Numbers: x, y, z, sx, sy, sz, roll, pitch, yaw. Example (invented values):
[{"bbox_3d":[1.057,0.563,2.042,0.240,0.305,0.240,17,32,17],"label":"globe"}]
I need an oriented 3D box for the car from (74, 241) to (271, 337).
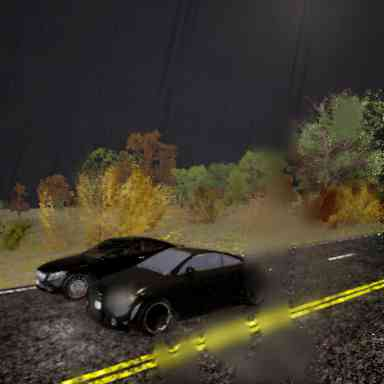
[{"bbox_3d":[-0.186,1.986,7.563,4.181,1.385,1.994,0,-3,-35],"label":"car"}]

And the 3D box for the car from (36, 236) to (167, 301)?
[{"bbox_3d":[-2.182,2.109,10.139,4.674,1.442,1.812,0,-3,-35],"label":"car"}]
